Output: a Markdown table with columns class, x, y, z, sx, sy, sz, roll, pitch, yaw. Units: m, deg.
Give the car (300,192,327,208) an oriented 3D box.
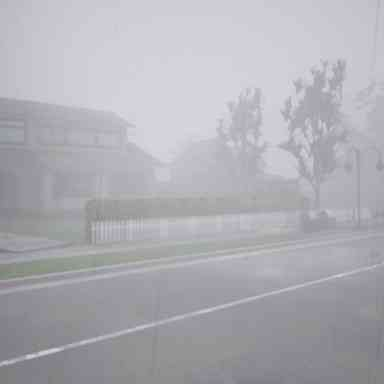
| class | x | y | z | sx | sy | sz | roll | pitch | yaw |
| --- | --- | --- | --- | --- | --- | --- | --- | --- | --- |
| car | 13.855 | 0.981 | 39.496 | 1.905 | 1.878 | 3.866 | 0 | 0 | -35 |
